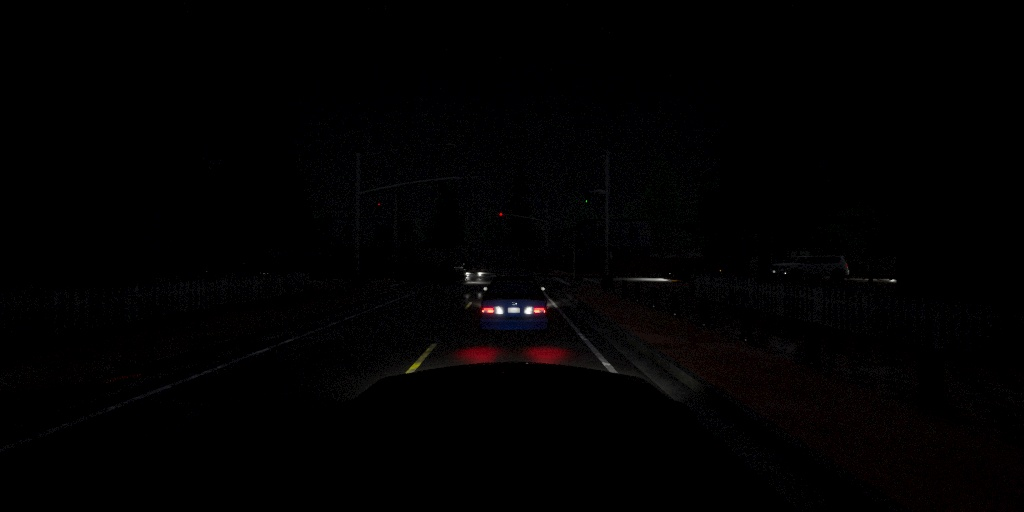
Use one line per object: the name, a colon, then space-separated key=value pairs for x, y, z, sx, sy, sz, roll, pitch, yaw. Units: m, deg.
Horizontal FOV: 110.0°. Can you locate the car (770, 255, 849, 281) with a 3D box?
car: x=24.678 y=0.956 z=29.915 sx=5.566 sy=2.045 sz=2.150 roll=0 pitch=0 yaw=1

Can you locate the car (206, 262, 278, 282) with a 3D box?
car: x=-20.655 y=1.240 z=27.543 sx=4.892 sy=1.490 sz=1.837 roll=0 pitch=0 yaw=2

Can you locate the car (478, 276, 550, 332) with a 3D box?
car: x=0.062 y=1.297 z=10.777 sx=2.033 sy=1.411 sz=5.357 roll=0 pitch=0 yaw=0

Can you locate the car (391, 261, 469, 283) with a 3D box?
car: x=-6.253 y=1.282 z=27.120 sx=5.357 sy=1.411 sz=2.033 roll=0 pitch=0 yaw=2

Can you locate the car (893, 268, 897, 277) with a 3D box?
car: x=34.524 y=1.087 z=29.607 sx=4.553 sy=1.767 sz=2.097 roll=0 pitch=0 yaw=2

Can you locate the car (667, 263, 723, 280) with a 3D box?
car: x=15.313 y=1.299 z=30.194 sx=4.181 sy=1.385 sz=1.994 roll=0 pitch=0 yaw=2

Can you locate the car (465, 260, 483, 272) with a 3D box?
car: x=-4.780 y=1.220 z=44.704 sx=1.837 sy=1.490 sz=4.892 roll=0 pitch=0 yaw=-6
